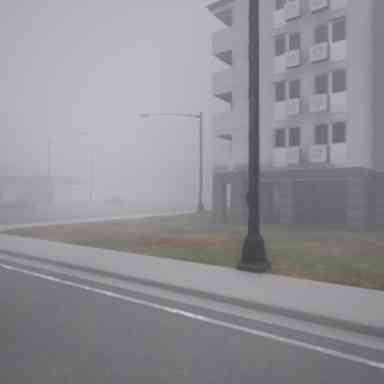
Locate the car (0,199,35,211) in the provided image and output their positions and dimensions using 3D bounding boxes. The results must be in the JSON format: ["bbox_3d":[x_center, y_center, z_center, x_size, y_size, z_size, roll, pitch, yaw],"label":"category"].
[{"bbox_3d":[-21.109,1.516,39.964,1.994,1.385,4.181,0,0,35],"label":"car"}]

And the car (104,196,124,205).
[{"bbox_3d":[-13.395,1.415,57.407,1.882,1.535,5.008,0,0,10],"label":"car"}]
